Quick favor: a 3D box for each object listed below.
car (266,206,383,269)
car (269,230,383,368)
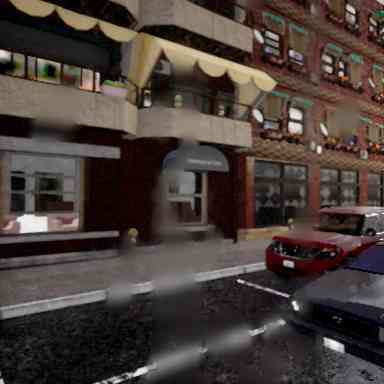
[{"bbox_3d":[4.287,1.354,9.155,5.009,1.841,2.192,0,1,-36],"label":"car"},{"bbox_3d":[3.976,1.577,5.794,5.357,1.411,2.033,0,0,-36],"label":"car"}]
